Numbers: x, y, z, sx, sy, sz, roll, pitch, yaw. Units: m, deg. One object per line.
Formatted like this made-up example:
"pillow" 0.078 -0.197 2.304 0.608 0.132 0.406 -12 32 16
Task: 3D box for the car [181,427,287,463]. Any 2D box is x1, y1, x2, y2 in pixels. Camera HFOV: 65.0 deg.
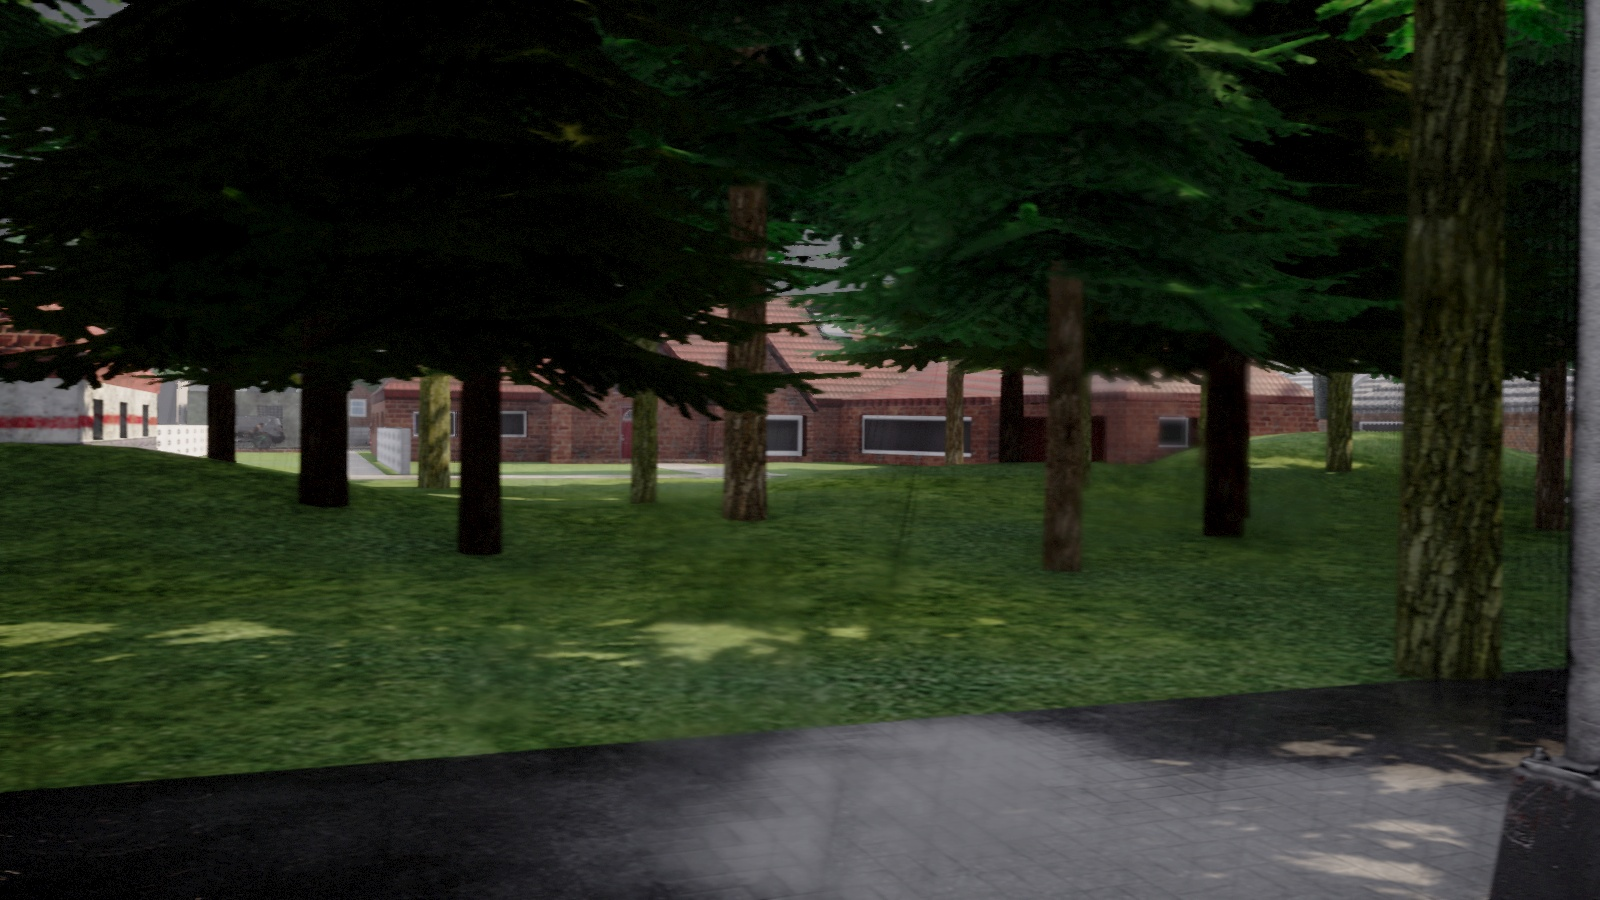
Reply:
"car" -33.564 -0.335 74.639 5.566 2.045 2.150 -1 1 -20
